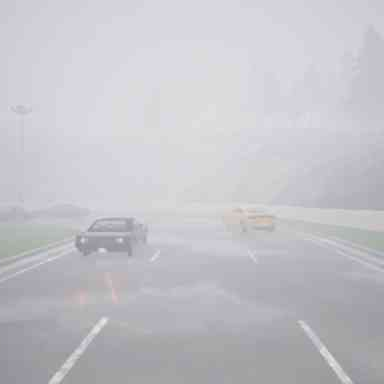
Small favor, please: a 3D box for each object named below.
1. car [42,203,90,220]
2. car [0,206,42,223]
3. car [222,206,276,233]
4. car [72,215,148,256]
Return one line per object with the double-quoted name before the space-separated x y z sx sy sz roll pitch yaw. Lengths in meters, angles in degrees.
"car" -11.319 1.704 29.315 4.674 1.442 1.812 0 0 8
"car" -14.598 1.754 25.817 4.718 1.301 1.895 0 0 -10
"car" 3.413 1.613 20.749 1.882 1.535 5.008 1 -1 -13
"car" -2.985 1.685 13.473 1.895 1.301 4.718 0 0 1
